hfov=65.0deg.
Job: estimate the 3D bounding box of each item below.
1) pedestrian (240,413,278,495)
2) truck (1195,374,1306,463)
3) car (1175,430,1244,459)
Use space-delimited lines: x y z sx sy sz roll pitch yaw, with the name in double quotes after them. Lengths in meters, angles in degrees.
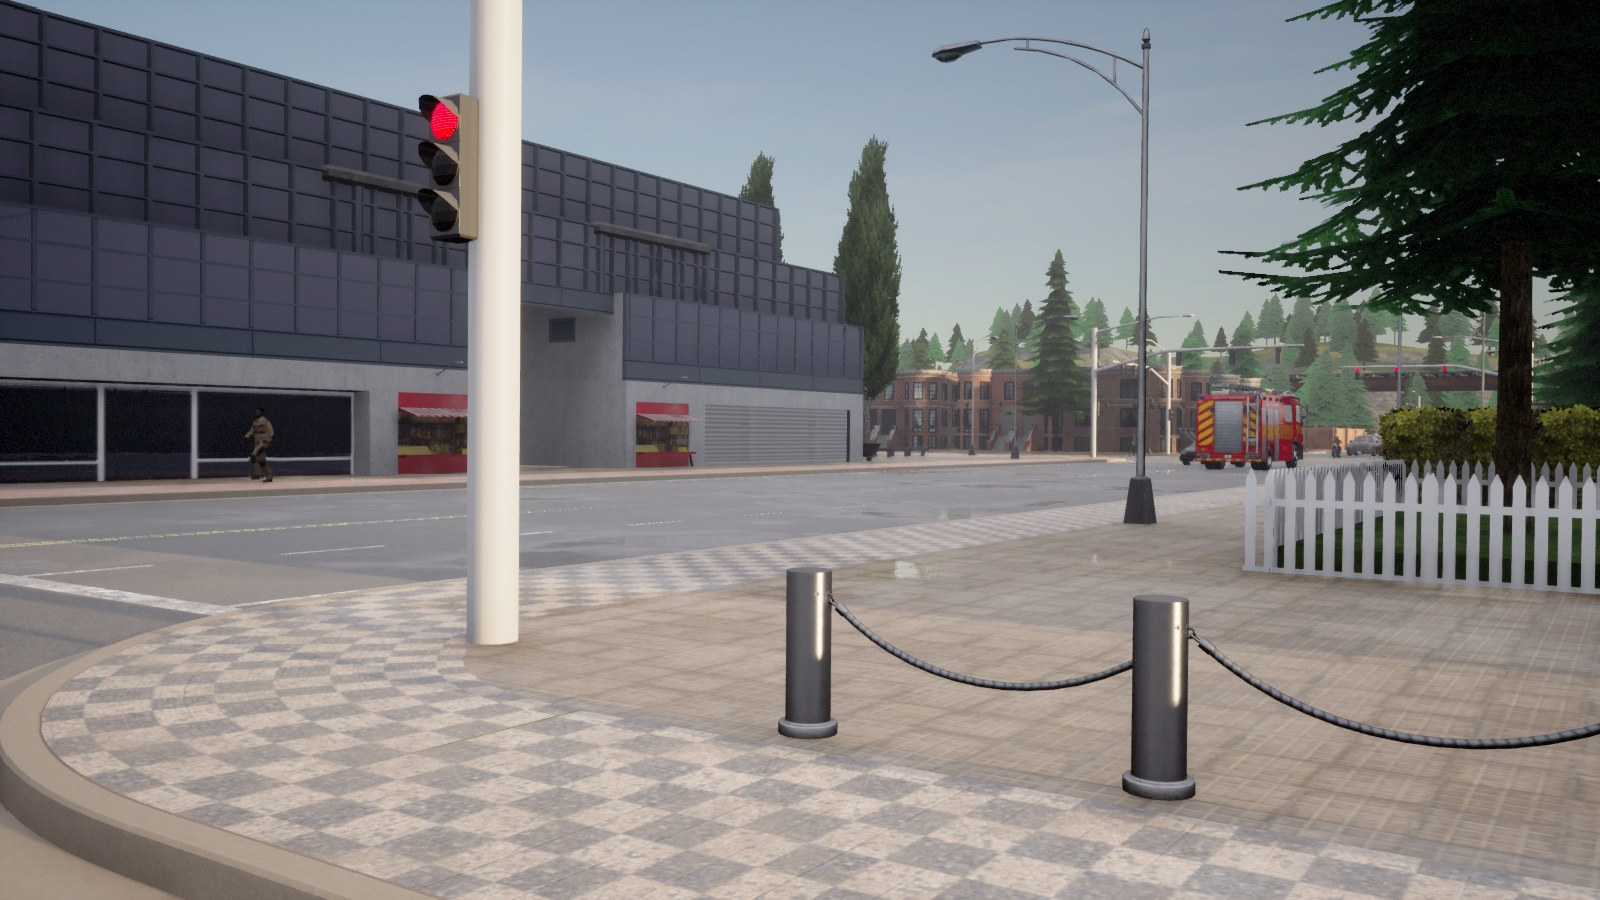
-12.880 0.098 29.891 0.396 1.930 0.692 0 1 31 "pedestrian"
21.085 -1.422 58.443 2.891 3.827 8.468 0 1 34 "truck"
21.221 -0.300 64.947 2.033 1.411 5.357 0 1 34 "car"
